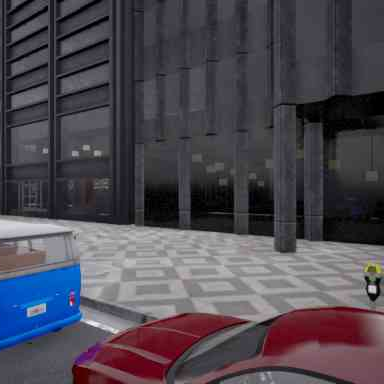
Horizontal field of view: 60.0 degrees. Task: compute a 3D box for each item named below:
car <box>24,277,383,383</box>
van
[{"bbox_3d":[0.985,1.545,2.262,4.507,1.381,1.887,0,0,36],"label":"car"},{"bbox_3d":[-3.580,1.341,5.521,3.998,1.788,1.690,0,0,36],"label":"van"}]
